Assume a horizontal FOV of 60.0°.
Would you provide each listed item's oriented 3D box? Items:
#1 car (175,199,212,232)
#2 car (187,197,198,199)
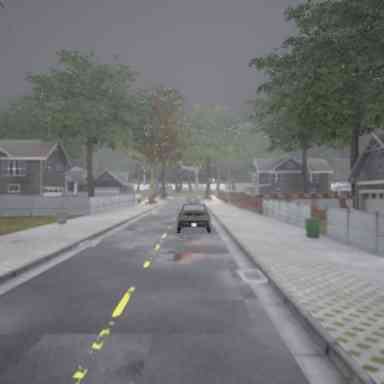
[{"bbox_3d":[0.104,1.410,19.488,1.837,1.490,4.892,0,0,0],"label":"car"},{"bbox_3d":[0.109,1.310,41.584,2.033,1.411,5.357,0,0,0],"label":"car"}]
